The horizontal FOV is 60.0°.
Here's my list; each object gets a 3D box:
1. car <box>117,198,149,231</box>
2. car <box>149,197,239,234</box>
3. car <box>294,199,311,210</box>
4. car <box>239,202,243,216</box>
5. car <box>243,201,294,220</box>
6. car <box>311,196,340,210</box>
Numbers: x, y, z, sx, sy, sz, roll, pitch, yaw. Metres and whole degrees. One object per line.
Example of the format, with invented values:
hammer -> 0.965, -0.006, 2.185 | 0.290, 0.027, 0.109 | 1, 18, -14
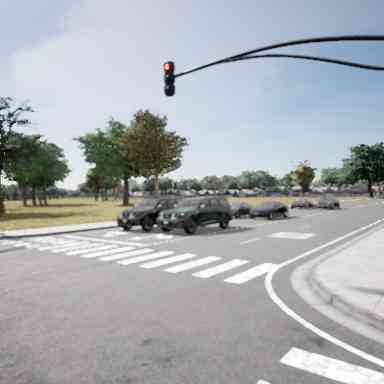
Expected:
car -> -2.438, 1.397, 22.312 | 2.150, 2.045, 5.566 | -1, -1, 36
car -> 0.323, 1.335, 20.502 | 2.150, 2.045, 5.566 | -1, -1, 40
car -> 14.660, 1.626, 44.319 | 1.994, 1.385, 4.181 | -1, -1, 38
car -> 4.237, 1.652, 30.909 | 1.812, 1.442, 4.674 | -1, -1, 38
car -> 6.733, 1.544, 28.830 | 1.882, 1.535, 5.008 | -1, -1, 38
car -> 17.272, 1.351, 42.390 | 2.097, 1.767, 4.553 | -1, 0, 38
